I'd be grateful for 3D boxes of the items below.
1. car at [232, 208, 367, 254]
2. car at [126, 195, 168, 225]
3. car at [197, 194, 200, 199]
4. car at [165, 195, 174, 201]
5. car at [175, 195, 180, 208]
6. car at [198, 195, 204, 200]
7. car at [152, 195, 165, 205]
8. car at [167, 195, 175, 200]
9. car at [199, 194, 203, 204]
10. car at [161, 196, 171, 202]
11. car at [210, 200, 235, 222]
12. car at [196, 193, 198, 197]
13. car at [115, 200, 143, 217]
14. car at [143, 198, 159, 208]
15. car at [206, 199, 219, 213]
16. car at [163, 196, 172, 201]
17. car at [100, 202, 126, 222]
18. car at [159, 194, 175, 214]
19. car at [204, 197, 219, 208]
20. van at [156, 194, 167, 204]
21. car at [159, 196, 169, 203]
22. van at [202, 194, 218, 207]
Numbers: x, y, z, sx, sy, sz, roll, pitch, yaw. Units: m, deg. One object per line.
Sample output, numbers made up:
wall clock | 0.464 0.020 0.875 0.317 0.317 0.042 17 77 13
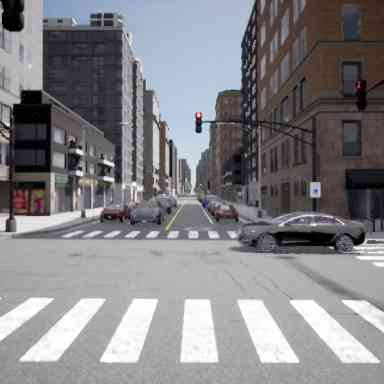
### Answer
car | 4.300 1.558 13.294 4.902 1.511 2.128 1 -1 0
car | -3.137 1.356 24.127 2.097 1.767 4.553 0 0 0
car | 2.558 1.588 71.422 1.947 1.339 4.313 1 0 0
car | -5.996 1.597 88.432 1.947 1.339 4.313 1 0 0
car | -3.161 1.575 48.106 1.994 1.385 4.181 0 0 0
car | 2.521 1.559 94.286 1.752 1.417 4.829 1 0 0
car | -5.947 1.457 60.068 1.967 1.590 4.097 1 0 0
car | -6.005 1.578 94.105 1.887 1.381 4.507 1 0 0
car | 2.598 1.326 48.729 2.192 1.841 5.009 1 0 0
car | -5.977 1.576 77.086 2.008 1.369 4.403 1 0 0
car | 2.633 1.586 26.035 1.802 1.307 4.206 1 0 0
car | 2.549 1.551 77.266 1.752 1.417 4.829 1 0 0
car | -5.902 1.550 31.703 1.887 1.381 4.507 1 0 0
car | -5.930 1.593 48.722 1.802 1.307 4.206 1 0 0
car | 2.624 1.587 31.709 1.802 1.307 4.206 1 0 0
car | -5.986 1.594 82.759 1.947 1.339 4.313 1 0 0
car | -5.892 1.549 26.030 1.887 1.381 4.507 1 0 0
car | -3.155 1.358 34.653 2.097 1.767 4.553 0 0 0
car | 2.614 1.589 37.382 1.802 1.307 4.206 1 0 0
van | -5.956 1.361 65.741 1.690 1.788 3.998 1 0 0
car | -5.968 1.605 71.413 1.802 1.307 4.206 1 0 0
van | 2.607 1.350 43.056 1.690 1.788 3.998 1 0 0
